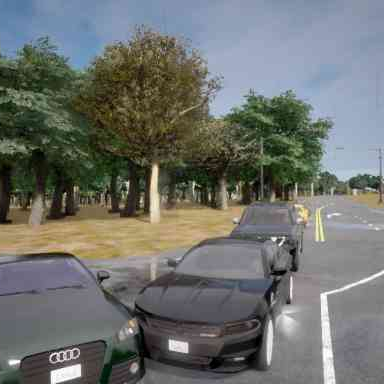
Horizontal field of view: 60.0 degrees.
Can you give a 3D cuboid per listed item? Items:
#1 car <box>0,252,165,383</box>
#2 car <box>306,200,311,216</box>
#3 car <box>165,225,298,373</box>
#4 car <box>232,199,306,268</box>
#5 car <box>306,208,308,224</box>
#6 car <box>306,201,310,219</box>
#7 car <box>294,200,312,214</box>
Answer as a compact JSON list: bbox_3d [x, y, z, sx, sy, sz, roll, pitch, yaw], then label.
[{"bbox_3d":[-2.294,1.642,4.914,1.994,1.385,4.181,1,-2,-33],"label":"car"},{"bbox_3d":[9.354,1.721,29.493,1.812,1.442,4.674,-1,0,21],"label":"car"},{"bbox_3d":[0.754,1.612,6.206,1.882,1.535,5.008,-1,-2,21],"label":"car"},{"bbox_3d":[2.887,1.458,12.343,2.150,2.045,5.566,-2,0,21],"label":"car"},{"bbox_3d":[5.125,1.772,18.242,1.895,1.301,4.718,-1,0,21],"label":"car"},{"bbox_3d":[7.285,1.661,23.992,1.882,1.535,5.008,-1,0,21],"label":"car"},{"bbox_3d":[13.398,1.743,40.070,1.812,1.442,4.674,-1,0,21],"label":"car"}]
